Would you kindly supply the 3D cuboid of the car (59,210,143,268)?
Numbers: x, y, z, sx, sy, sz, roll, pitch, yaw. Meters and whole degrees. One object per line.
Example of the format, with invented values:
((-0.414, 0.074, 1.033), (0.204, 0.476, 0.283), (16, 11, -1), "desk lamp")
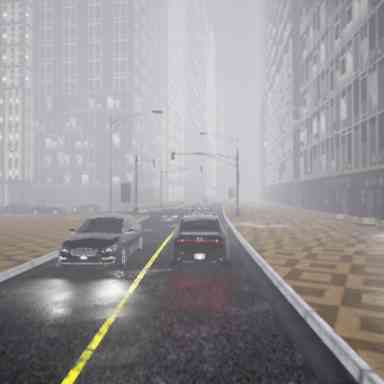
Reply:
((-2.907, 1.559, 11.547), (1.837, 1.490, 4.892), (0, 0, 2), "car")

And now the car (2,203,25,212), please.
((-26.054, 2.273, 49.576), (4.313, 1.339, 1.947), (-1, 0, 12), "car")

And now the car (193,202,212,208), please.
((0.838, 1.714, 25.730), (1.895, 1.301, 4.718), (0, 0, 3), "car")

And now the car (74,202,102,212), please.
((-15.045, 2.051, 47.266), (4.403, 1.369, 2.008), (-1, 0, 12), "car")

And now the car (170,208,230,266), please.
((0.287, 1.563, 11.827), (1.837, 1.490, 4.892), (0, 0, 2), "car")

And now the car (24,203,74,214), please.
((-16.766, 1.978, 39.065), (4.403, 1.369, 2.008), (-1, 0, 12), "car")

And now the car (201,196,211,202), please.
((3.305, 1.760, 77.886), (1.837, 1.490, 4.892), (0, 0, 9), "car")
